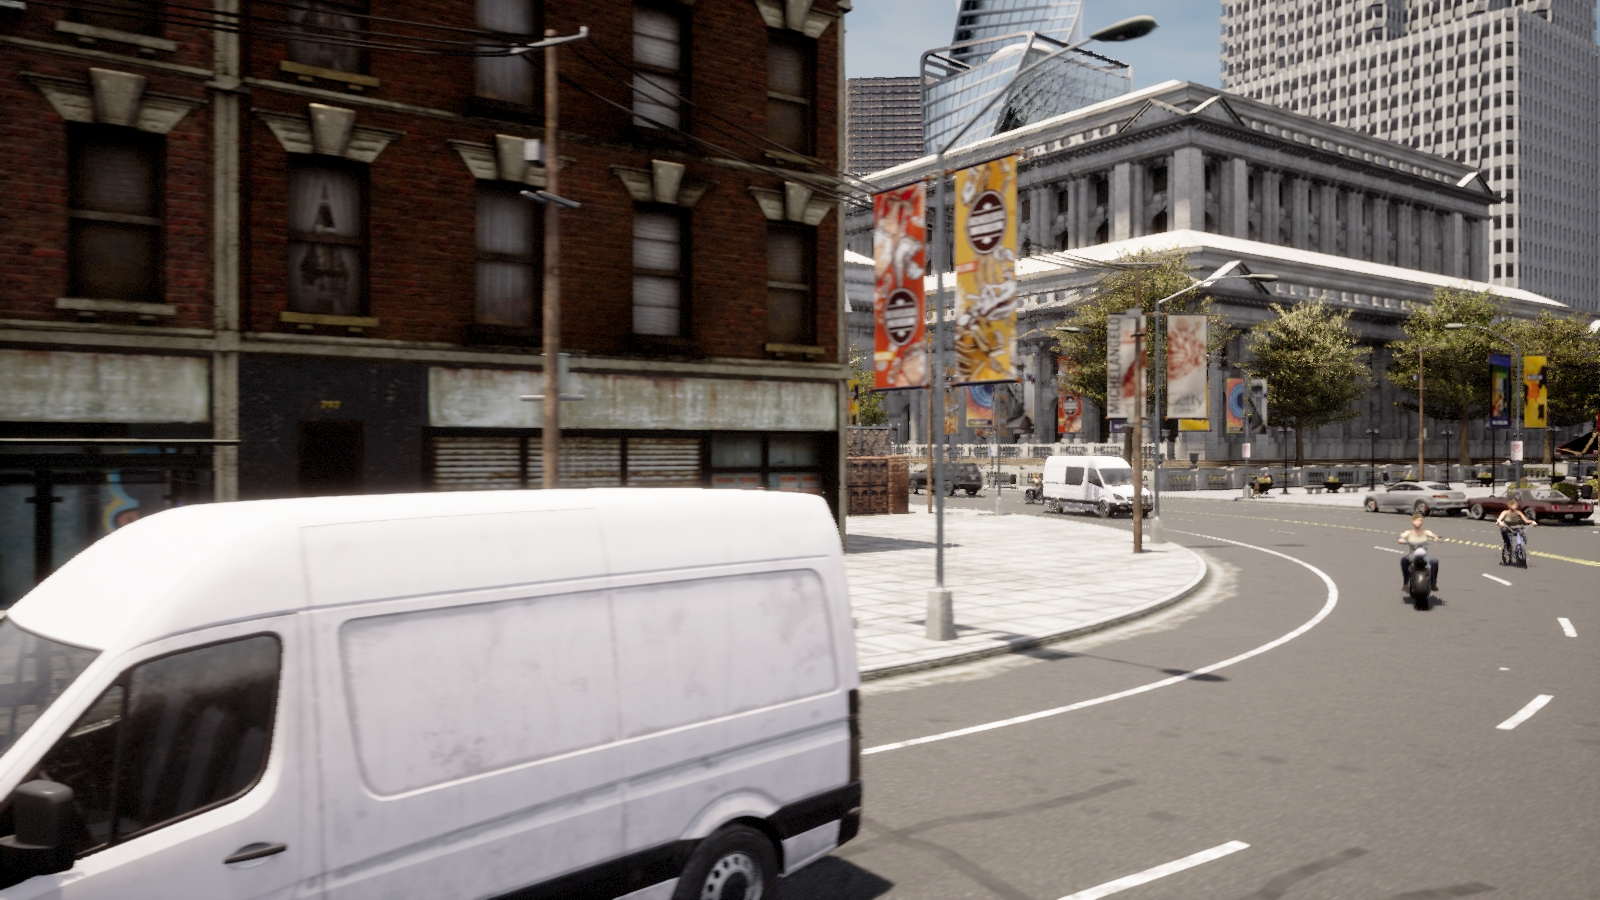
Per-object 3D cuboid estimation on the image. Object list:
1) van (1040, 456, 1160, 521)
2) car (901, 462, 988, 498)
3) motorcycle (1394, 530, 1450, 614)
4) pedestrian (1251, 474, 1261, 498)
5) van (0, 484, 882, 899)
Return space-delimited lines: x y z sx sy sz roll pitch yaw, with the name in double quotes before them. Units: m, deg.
"van" 12.635 1.534 48.657 1.988 2.561 5.915 0 0 -19
"car" 8.829 1.779 70.144 2.150 2.045 5.566 0 0 -34
"motorcycle" 11.263 2.170 20.749 0.764 1.277 2.356 -1 0 26
"pedestrian" 24.913 1.976 62.395 0.375 1.300 0.375 0 0 -32
"van" -2.290 1.534 5.808 5.915 2.561 1.988 0 0 -45
